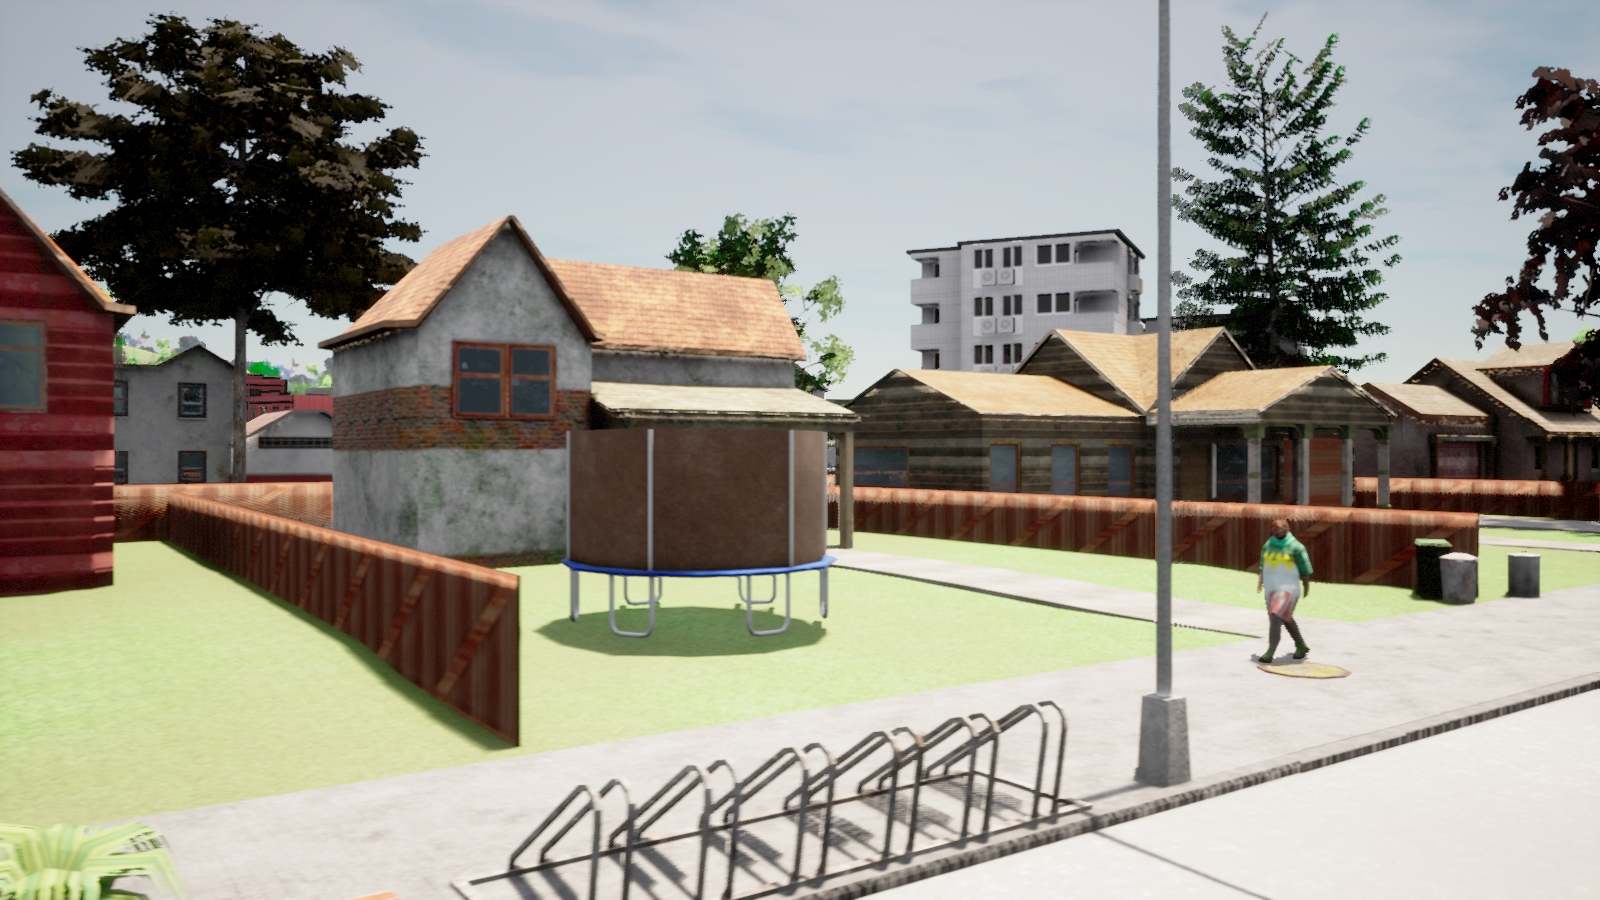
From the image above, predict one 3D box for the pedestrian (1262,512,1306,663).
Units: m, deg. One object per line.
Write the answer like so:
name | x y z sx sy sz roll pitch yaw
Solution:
pedestrian | 6.180 1.736 14.586 0.375 1.860 0.375 0 0 -34
